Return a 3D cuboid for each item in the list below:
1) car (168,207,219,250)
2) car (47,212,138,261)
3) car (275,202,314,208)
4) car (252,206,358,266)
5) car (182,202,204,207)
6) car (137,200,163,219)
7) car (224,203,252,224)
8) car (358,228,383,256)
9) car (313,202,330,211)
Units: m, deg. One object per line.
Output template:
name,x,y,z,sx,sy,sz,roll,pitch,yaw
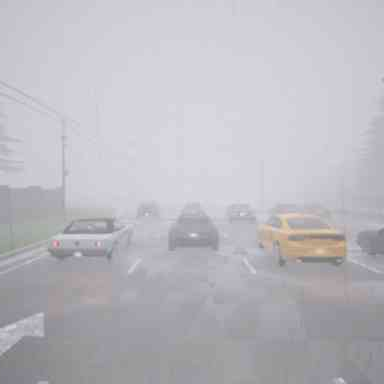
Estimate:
car,0.071,1.562,14.265,1.994,1.385,4.181,0,0,0
car,-3.439,1.600,12.300,1.895,1.301,4.718,0,0,0
car,7.039,1.545,25.018,2.033,1.411,5.357,0,0,1
car,3.556,1.476,11.622,1.882,1.535,5.008,0,0,1
car,0.068,1.559,29.247,1.994,1.385,4.181,0,0,0
car,-3.681,1.500,28.810,1.837,1.490,4.892,0,0,-3
car,3.539,1.545,25.017,2.033,1.411,5.357,0,0,1
car,7.041,1.546,10.043,2.033,1.411,5.357,0,0,0
car,10.568,1.560,29.348,1.994,1.385,4.181,0,0,0
